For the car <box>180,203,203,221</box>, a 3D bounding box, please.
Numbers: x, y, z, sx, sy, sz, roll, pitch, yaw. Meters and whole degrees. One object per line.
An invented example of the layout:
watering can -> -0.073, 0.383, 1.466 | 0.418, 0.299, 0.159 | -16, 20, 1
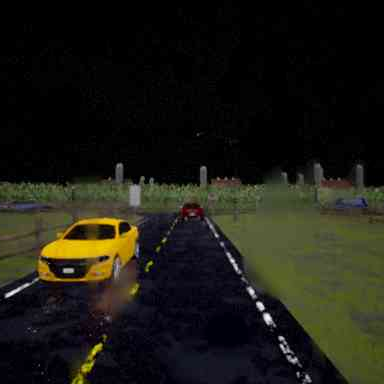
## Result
car -> -0.052, 1.741, 30.563 | 1.882, 1.535, 5.008 | 0, 0, -2

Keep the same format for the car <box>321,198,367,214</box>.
car -> 20.074, 1.792, 43.914 | 5.566, 2.045, 2.150 | 0, -1, 0

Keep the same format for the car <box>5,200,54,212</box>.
car -> -20.097, 1.743, 41.182 | 5.357, 1.411, 2.033 | 0, -1, 0

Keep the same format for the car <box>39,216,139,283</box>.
car -> -2.846, 1.567, 10.170 | 1.882, 1.535, 5.008 | 0, -1, 0
